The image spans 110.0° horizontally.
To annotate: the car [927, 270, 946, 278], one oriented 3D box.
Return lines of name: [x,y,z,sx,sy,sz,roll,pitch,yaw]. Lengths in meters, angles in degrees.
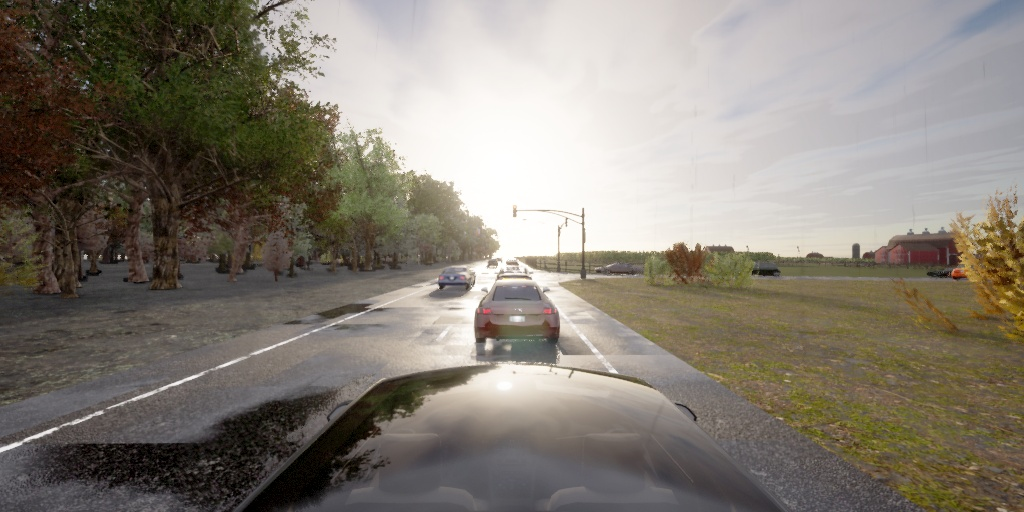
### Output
car: [50.331,1.957,40.731,4.718,1.301,1.895,1,-1,1]

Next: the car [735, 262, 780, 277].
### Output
car: [27.765,1.465,40.897,4.553,1.767,2.097,1,-1,0]

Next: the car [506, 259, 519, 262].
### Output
car: [0.066,1.232,57.558,1.882,1.535,5.008,0,0,-1]

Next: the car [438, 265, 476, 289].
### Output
car: [-3.409,1.302,22.860,2.033,1.411,5.357,0,0,0]

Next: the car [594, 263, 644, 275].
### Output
car: [12.264,1.493,41.235,5.357,1.411,2.033,1,-1,4]

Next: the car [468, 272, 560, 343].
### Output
car: [0.100,1.316,9.675,1.994,1.385,4.181,0,0,0]

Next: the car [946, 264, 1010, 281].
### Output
car: [48.889,1.633,37.213,4.553,1.767,2.097,1,-1,0]

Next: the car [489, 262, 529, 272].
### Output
car: [0.094,1.245,18.573,2.128,1.511,4.902,0,0,0]
